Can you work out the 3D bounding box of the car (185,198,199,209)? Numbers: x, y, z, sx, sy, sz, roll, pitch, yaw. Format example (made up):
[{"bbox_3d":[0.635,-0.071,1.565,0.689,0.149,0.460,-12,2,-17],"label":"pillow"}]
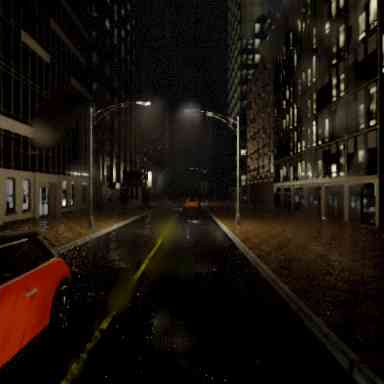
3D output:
[{"bbox_3d":[-0.005,1.766,50.803,1.882,1.535,5.008,0,0,0],"label":"car"}]

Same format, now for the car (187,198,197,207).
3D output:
[{"bbox_3d":[-0.006,1.860,61.218,1.837,1.490,4.892,0,0,0],"label":"car"}]

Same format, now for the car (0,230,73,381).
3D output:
[{"bbox_3d":[-3.091,1.372,3.803,2.097,1.767,4.553,0,0,0],"label":"car"}]
